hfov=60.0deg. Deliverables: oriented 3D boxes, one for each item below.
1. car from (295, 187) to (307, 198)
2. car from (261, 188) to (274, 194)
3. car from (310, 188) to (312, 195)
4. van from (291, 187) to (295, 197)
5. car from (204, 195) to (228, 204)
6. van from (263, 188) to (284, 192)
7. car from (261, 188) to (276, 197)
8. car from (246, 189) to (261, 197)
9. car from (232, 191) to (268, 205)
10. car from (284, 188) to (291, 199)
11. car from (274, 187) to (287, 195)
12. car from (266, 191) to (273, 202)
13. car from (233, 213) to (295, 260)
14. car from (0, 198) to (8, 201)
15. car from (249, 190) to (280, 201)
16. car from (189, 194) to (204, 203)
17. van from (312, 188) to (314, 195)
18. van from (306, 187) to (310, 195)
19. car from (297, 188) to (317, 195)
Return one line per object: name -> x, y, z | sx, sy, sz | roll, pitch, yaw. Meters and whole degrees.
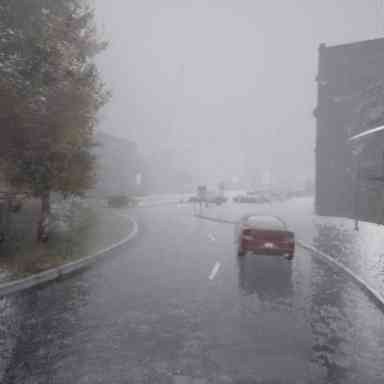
car -> 22.651, 0.301, 74.853 | 4.892, 1.521, 2.231 | 1, 2, 11
car -> 19.584, -0.228, 85.869 | 1.837, 1.490, 4.892 | 1, 2, 31
car -> 25.726, -0.008, 80.098 | 4.553, 1.767, 2.185 | 1, 2, 11
van -> 17.895, 0.344, 66.998 | 4.442, 1.987, 1.878 | 1, 3, 11
car -> 4.188, 1.131, 53.176 | 1.994, 1.385, 4.181 | 1, 2, 30
van -> 13.478, 0.619, 59.100 | 4.442, 1.987, 1.878 | 1, 2, 11
car -> 17.455, 0.130, 75.884 | 2.097, 1.767, 4.553 | 1, 2, 31
car -> 14.248, 0.220, 76.849 | 1.882, 1.535, 5.008 | 1, 2, 31
car -> 8.705, 1.115, 51.273 | 4.892, 1.521, 2.231 | 1, 2, 11
car -> 14.883, 0.501, 61.738 | 5.566, 2.045, 2.435 | 1, 3, 11
car -> 22.579, -0.312, 84.544 | 2.097, 1.767, 4.553 | 1, 2, 31
car -> 10.262, 1.064, 53.887 | 4.674, 1.452, 2.002 | 1, 3, 11
car -> 2.699, 1.578, 13.193 | 1.882, 1.535, 5.008 | 3, 0, 5
car -> -23.639, 0.339, 39.001 | 4.902, 1.511, 2.128 | 2, -3, 3
car -> 11.628, 0.927, 56.540 | 5.366, 1.575, 1.946 | 1, 3, 11
car -> 1.174, 1.044, 54.604 | 1.812, 1.442, 4.674 | 1, 3, 31
van -> 27.191, -0.199, 82.721 | 4.442, 1.987, 1.878 | 1, 3, 11
van -> 24.323, -0.014, 77.446 | 4.442, 1.987, 1.878 | 1, 2, 11
car -> 30.436, -0.123, 87.958 | 4.792, 1.488, 2.163 | 1, 2, 11
